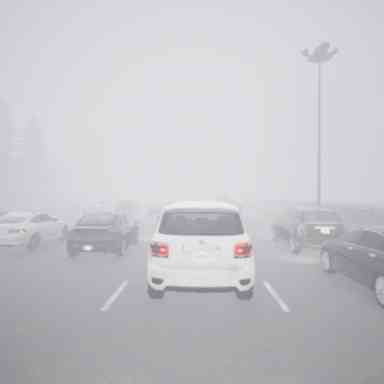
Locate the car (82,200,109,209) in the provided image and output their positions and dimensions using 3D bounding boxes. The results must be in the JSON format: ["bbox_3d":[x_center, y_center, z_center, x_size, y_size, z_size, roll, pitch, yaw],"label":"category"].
[{"bbox_3d":[-9.923,1.536,34.431,1.812,1.442,4.674,0,0,1],"label":"car"}]

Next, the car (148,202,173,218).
[{"bbox_3d":[-2.960,1.647,31.907,1.895,1.301,4.718,0,0,1],"label":"car"}]

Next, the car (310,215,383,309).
[{"bbox_3d":[4.644,1.549,7.888,1.837,1.490,4.892,0,0,1],"label":"car"}]

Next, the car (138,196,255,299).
[{"bbox_3d":[0.205,1.240,8.653,2.150,2.045,5.566,0,0,1],"label":"car"}]

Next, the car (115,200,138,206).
[{"bbox_3d":[-6.442,1.534,33.177,1.837,1.490,4.892,0,0,1],"label":"car"}]

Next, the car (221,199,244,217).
[{"bbox_3d":[3.996,1.569,33.680,1.882,1.535,5.008,0,0,2],"label":"car"}]

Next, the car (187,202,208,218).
[{"bbox_3d":[0.539,1.668,31.856,1.895,1.301,4.718,0,0,1],"label":"car"}]

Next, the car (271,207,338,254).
[{"bbox_3d":[4.731,1.407,13.858,2.097,1.767,4.553,0,0,1],"label":"car"}]

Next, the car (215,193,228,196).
[{"bbox_3d":[4.170,1.343,46.768,2.150,2.045,5.566,0,0,1],"label":"car"}]

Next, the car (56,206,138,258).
[{"bbox_3d":[-3.235,1.512,12.860,1.837,1.490,4.892,0,0,1],"label":"car"}]

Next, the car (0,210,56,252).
[{"bbox_3d":[-6.736,1.514,13.745,1.812,1.442,4.674,0,0,1],"label":"car"}]
